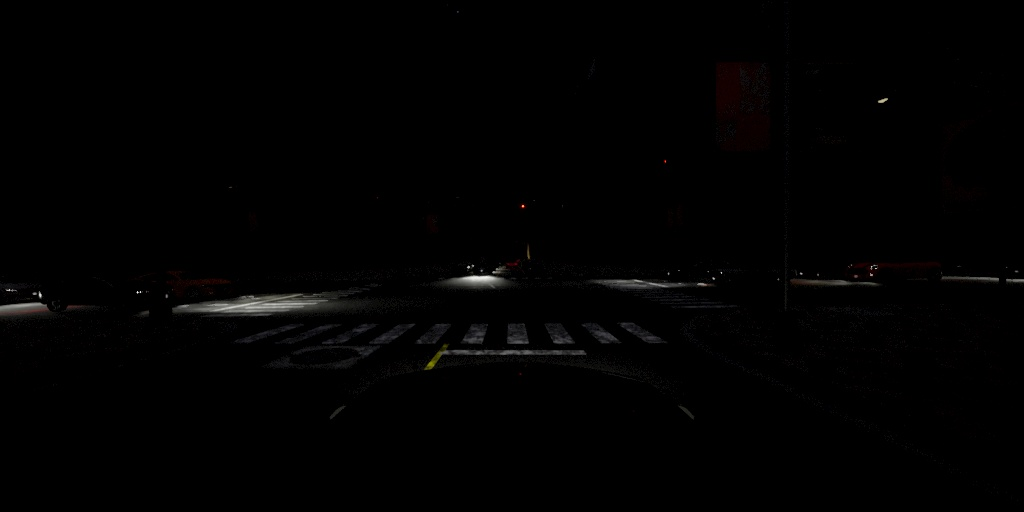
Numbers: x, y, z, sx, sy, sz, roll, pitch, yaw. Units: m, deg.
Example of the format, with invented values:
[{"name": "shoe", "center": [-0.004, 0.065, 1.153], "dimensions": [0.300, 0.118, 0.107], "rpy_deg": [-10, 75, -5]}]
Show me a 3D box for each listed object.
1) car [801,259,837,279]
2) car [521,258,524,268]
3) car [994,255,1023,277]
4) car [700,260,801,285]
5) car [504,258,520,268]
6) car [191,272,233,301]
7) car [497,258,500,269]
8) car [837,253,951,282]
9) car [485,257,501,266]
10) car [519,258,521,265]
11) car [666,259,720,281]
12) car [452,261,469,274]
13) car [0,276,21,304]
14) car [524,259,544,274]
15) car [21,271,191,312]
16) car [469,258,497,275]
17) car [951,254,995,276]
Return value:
[{"name": "car", "center": [22.960, 0.910, 25.750], "dimensions": [4.718, 1.301, 1.895], "rpy_deg": [-1, 0, 0]}, {"name": "car", "center": [2.689, 1.303, 52.094], "dimensions": [1.888, 1.381, 4.507], "rpy_deg": [0, 0, 0]}, {"name": "car", "center": [33.985, 0.650, 22.501], "dimensions": [4.674, 1.442, 1.812], "rpy_deg": [-1, 0, 0]}, {"name": "car", "center": [14.845, 1.058, 22.489], "dimensions": [4.718, 1.301, 1.895], "rpy_deg": [-1, 0, 0]}, {"name": "car", "center": [-0.018, 1.363, 61.494], "dimensions": [1.895, 1.301, 4.718], "rpy_deg": [0, 0, 0]}, {"name": "car", "center": [-17.646, 1.528, 18.995], "dimensions": [5.008, 1.535, 1.882], "rpy_deg": [-1, 0, 2]}, {"name": "car", "center": [-3.156, 1.304, 48.995], "dimensions": [2.033, 1.411, 5.357], "rpy_deg": [0, 0, 0]}, {"name": "car", "center": [23.806, 0.652, 22.499], "dimensions": [4.553, 1.767, 2.097], "rpy_deg": [-1, 0, 0]}, {"name": "car", "center": [-3.191, 1.287, 58.933], "dimensions": [1.812, 1.442, 4.674], "rpy_deg": [0, 0, 0]}, {"name": "car", "center": [2.664, 1.311, 57.539], "dimensions": [2.007, 1.370, 4.403], "rpy_deg": [0, 0, 0]}, {"name": "car", "center": [13.705, 0.964, 25.747], "dimensions": [4.902, 1.511, 2.128], "rpy_deg": [-1, 0, 0]}, {"name": "car", "center": [-5.785, 1.305, 41.169], "dimensions": [2.007, 1.370, 4.403], "rpy_deg": [0, 0, 0]}, {"name": "car", "center": [-27.620, 1.763, 18.979], "dimensions": [4.674, 1.442, 1.812], "rpy_deg": [-1, 0, 0]}, {"name": "car", "center": [2.740, 1.305, 41.206], "dimensions": [2.007, 1.370, 4.403], "rpy_deg": [0, 0, 0]}, {"name": "car", "center": [-17.624, 1.547, 15.751], "dimensions": [4.902, 1.511, 2.128], "rpy_deg": [-1, 0, 2]}, {"name": "car", "center": [-3.110, 1.245, 39.137], "dimensions": [2.128, 1.511, 4.902], "rpy_deg": [0, 0, 0]}, {"name": "car", "center": [33.227, 0.610, 25.755], "dimensions": [5.008, 1.535, 1.882], "rpy_deg": [-1, 0, 0]}]
